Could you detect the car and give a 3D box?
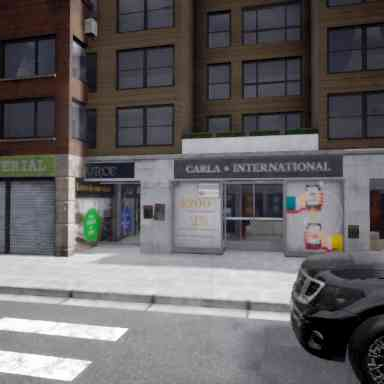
[{"bbox_3d":[4.129,1.246,4.154,5.566,2.045,2.150,0,-1,13],"label":"car"}]
